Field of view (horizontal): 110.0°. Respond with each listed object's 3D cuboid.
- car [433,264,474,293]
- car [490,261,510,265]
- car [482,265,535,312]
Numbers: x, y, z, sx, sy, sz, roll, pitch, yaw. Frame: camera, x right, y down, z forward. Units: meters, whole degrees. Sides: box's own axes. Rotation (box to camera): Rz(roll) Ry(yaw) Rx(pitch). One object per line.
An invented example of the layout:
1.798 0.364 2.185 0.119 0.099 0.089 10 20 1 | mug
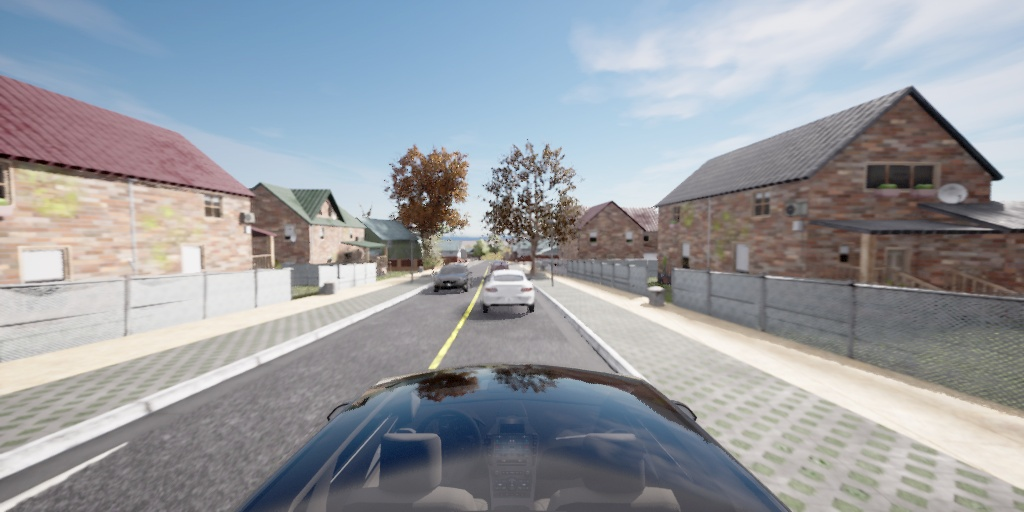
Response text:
-3.265 1.212 20.437 1.837 1.490 4.892 0 0 -3 | car
-1.205 1.210 35.730 1.812 1.442 4.674 0 0 -3 | car
-0.165 1.234 13.904 1.812 1.442 4.674 0 0 -2 | car
